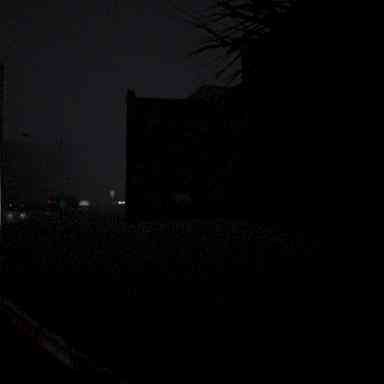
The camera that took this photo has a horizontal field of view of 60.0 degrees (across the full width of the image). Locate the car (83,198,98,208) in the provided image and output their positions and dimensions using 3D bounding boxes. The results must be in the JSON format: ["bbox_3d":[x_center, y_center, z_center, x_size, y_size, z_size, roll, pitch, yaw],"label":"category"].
[{"bbox_3d":[-16.523,1.762,53.217,1.812,1.442,4.674,1,0,2],"label":"car"}]

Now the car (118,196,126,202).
[{"bbox_3d":[-18.908,1.956,91.773,2.128,1.511,4.902,1,-1,2],"label":"car"}]

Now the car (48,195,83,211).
[{"bbox_3d":[-16.750,1.385,43.498,2.150,2.045,5.566,1,0,2],"label":"car"}]

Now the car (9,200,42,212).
[{"bbox_3d":[-20.449,1.682,41.036,1.895,1.301,4.718,1,0,1],"label":"car"}]
